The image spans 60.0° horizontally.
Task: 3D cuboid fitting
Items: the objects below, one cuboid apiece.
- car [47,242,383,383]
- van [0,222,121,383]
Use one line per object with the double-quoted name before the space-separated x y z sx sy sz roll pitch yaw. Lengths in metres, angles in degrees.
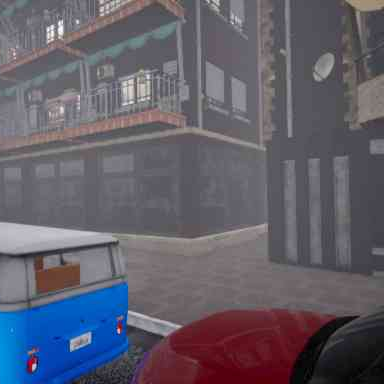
"car" 1.840 1.315 1.403 5.009 1.841 2.192 0 -1 35
"van" -2.683 1.343 4.588 3.998 1.788 1.690 0 -1 35
